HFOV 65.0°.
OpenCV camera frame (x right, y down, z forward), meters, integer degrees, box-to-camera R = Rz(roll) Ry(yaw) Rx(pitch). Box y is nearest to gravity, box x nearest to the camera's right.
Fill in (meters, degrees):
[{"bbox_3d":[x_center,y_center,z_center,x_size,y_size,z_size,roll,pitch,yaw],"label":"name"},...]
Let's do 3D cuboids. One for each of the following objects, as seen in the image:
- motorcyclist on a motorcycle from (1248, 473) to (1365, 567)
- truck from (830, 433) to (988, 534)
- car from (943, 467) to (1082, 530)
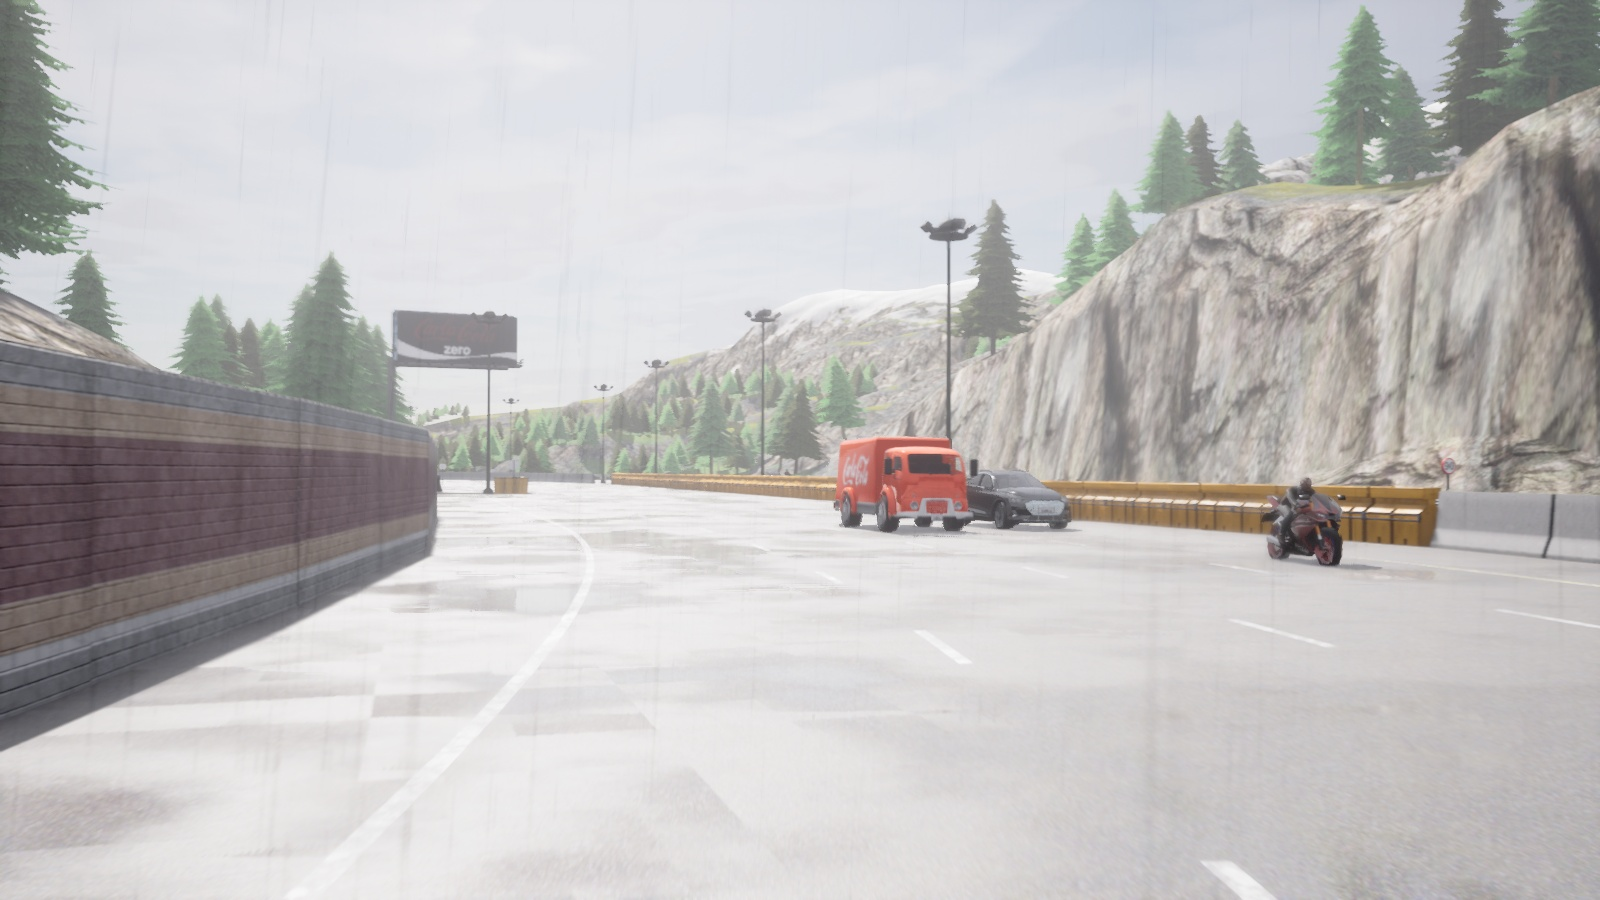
[{"bbox_3d":[8.772,1.179,21.855,0.866,1.530,2.191,0,-1,-9],"label":"motorcyclist on a motorcycle"},{"bbox_3d":[2.785,0.880,33.663,2.627,2.467,5.204,0,-1,-14],"label":"truck"},{"bbox_3d":[5.894,1.314,35.513,2.033,1.649,4.856,0,-1,-15],"label":"car"}]
